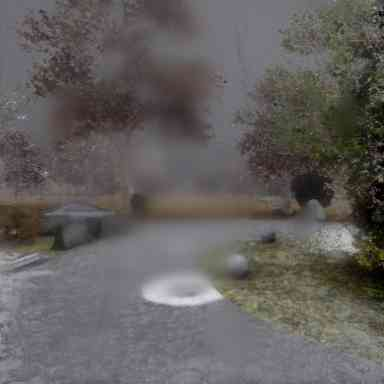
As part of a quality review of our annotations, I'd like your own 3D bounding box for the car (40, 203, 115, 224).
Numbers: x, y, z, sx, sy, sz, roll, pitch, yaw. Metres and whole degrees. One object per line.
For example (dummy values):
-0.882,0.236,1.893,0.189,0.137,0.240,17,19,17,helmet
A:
-6.089,1.246,17.115,4.181,1.385,1.994,1,0,-26,car
